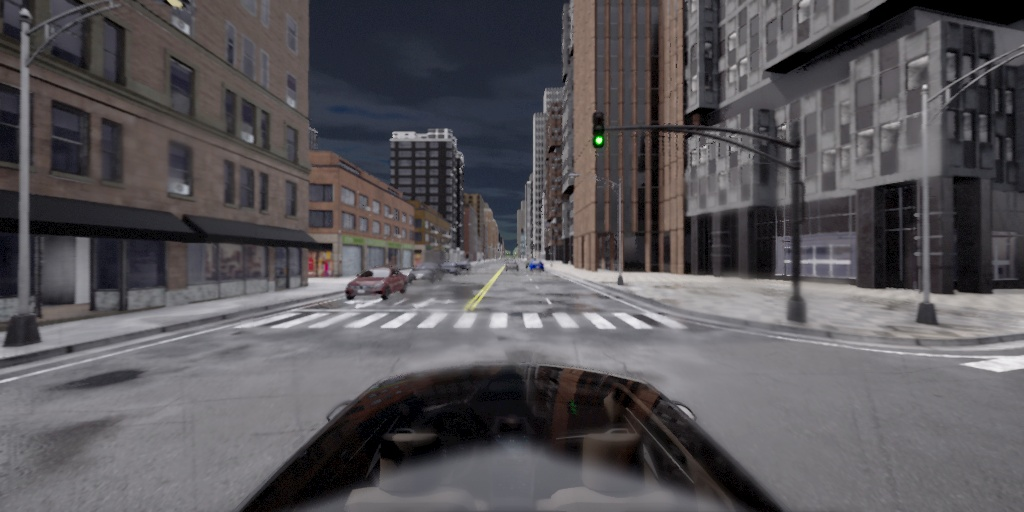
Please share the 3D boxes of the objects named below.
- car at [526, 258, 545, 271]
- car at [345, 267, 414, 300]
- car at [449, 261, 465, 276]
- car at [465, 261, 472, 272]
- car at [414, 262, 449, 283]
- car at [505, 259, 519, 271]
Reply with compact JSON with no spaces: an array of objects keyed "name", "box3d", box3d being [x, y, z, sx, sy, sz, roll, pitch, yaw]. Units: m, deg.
[{"name":"car","box3d":[3.356,1.282,49.136,1.882,1.535,5.008,0,0,0]},{"name":"car","box3d":[-6.595,1.296,18.009,1.812,1.442,4.674,0,0,0]},{"name":"car","box3d":[-6.558,1.358,37.932,1.994,1.385,4.181,0,0,0]},{"name":"car","box3d":[-6.493,1.351,48.204,2.033,1.411,5.357,0,0,0]},{"name":"car","box3d":[-6.587,1.275,27.969,2.128,1.511,4.902,0,0,0]},{"name":"car","box3d":[0.016,1.296,48.961,2.128,1.511,4.902,0,0,0]}]
